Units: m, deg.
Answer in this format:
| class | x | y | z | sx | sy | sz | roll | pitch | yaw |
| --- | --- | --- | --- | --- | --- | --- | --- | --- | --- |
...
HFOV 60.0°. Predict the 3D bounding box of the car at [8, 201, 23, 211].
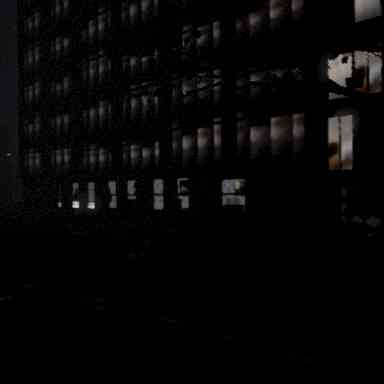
| class | x | y | z | sx | sy | sz | roll | pitch | yaw |
| --- | --- | --- | --- | --- | --- | --- | --- | --- | --- |
| car | -22.289 | 1.875 | 44.612 | 1.802 | 1.307 | 4.206 | -1 | -1 | 36 |
